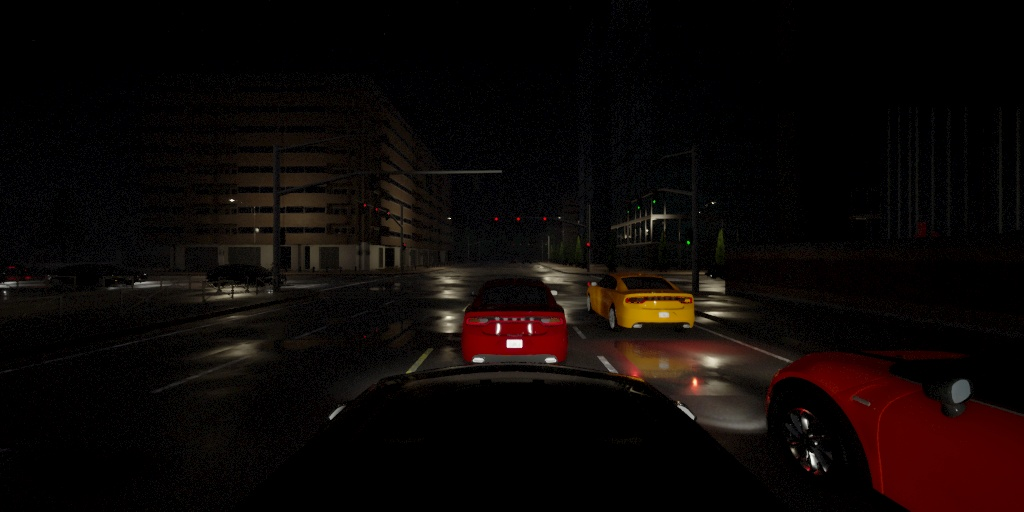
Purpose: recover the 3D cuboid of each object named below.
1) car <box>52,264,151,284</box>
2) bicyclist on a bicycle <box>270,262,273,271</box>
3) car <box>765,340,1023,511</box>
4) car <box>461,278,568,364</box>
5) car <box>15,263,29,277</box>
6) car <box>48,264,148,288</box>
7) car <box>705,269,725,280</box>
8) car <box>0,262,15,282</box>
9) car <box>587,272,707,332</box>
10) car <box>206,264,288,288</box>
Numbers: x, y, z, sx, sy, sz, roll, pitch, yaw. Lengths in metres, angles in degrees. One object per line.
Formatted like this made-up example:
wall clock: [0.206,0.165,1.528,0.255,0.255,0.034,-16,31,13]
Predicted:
car: [-31.552,1.353,27.686,5.357,1.411,2.033,0,0,0]
bicyclist on a bicycle: [-25.527,1.106,38.644,0.582,1.620,1.656,0,0,0]
car: [3.600,1.102,1.733,2.097,1.767,4.553,0,0,0]
car: [0.061,1.228,8.105,1.882,1.535,5.008,0,0,0]
car: [-50.339,1.297,34.913,4.902,1.511,2.128,0,0,1]
car: [-28.068,1.311,24.172,4.892,1.490,1.837,0,0,0]
car: [19.530,1.406,31.180,4.718,1.301,1.895,0,0,0]
car: [-42.230,1.331,27.745,4.674,1.442,1.812,0,0,0]
car: [3.580,1.228,10.879,1.882,1.535,5.008,0,0,0]
car: [-17.715,1.331,24.132,4.674,1.442,1.812,0,0,1]
